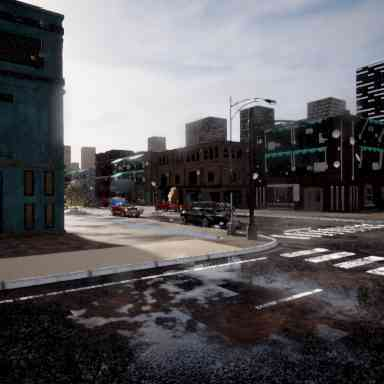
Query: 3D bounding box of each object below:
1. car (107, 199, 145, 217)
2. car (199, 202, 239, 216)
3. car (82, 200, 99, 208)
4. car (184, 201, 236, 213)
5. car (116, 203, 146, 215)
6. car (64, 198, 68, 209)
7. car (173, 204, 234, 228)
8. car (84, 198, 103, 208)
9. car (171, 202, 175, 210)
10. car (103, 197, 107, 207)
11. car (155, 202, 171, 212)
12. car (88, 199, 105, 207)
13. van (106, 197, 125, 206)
[{"bbox_3d":[-7.169,1.846,35.978,1.967,1.590,4.097,-1,0,-35],"label":"car"},{"bbox_3d":[2.870,1.809,36.308,2.008,1.369,4.403,-2,0,-35],"label":"car"},{"bbox_3d":[-19.270,2.229,63.093,1.994,1.385,4.181,-1,0,-35],"label":"car"},{"bbox_3d":[1.454,1.602,28.301,2.097,1.767,4.553,-1,0,-35],"label":"car"},{"bbox_3d":[-7.590,2.030,41.082,1.895,1.301,4.718,-1,0,-35],"label":"car"},{"bbox_3d":[-23.067,2.232,58.422,1.752,1.417,4.829,-1,0,-35],"label":"car"},{"bbox_3d":[0.757,1.814,24.585,1.947,1.339,4.313,-1,0,-35],"label":"car"},{"bbox_3d":[-16.544,1.715,53.875,1.837,1.490,4.892,-1,0,-35],"label":"car"},{"bbox_3d":[-0.329,1.903,40.825,1.802,1.307,4.206,-2,0,-35],"label":"car"},{"bbox_3d":[-16.334,1.939,63.407,2.192,1.841,5.009,-1,0,-35],"label":"car"},{"bbox_3d":[-3.528,1.965,45.341,1.802,1.307,4.206,-2,0,-35],"label":"car"},{"bbox_3d":[-19.528,2.227,67.923,1.887,1.381,4.507,-1,0,-35],"label":"car"},{"bbox_3d":[-13.133,1.906,58.890,1.690,1.788,3.998,-1,0,-35],"label":"van"}]
